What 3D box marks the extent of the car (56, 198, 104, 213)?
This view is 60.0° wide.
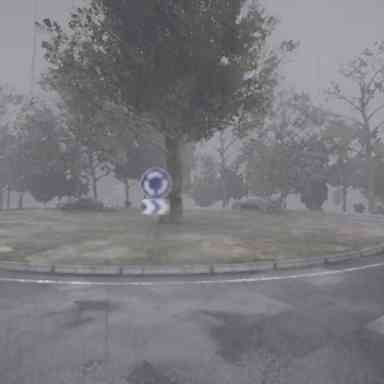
[{"bbox_3d":[-11.500,1.318,34.321,4.674,1.442,1.812,0,0,-35],"label":"car"}]

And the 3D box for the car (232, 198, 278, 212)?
[{"bbox_3d":[6.637,1.328,35.320,4.902,1.511,2.128,0,0,35],"label":"car"}]
